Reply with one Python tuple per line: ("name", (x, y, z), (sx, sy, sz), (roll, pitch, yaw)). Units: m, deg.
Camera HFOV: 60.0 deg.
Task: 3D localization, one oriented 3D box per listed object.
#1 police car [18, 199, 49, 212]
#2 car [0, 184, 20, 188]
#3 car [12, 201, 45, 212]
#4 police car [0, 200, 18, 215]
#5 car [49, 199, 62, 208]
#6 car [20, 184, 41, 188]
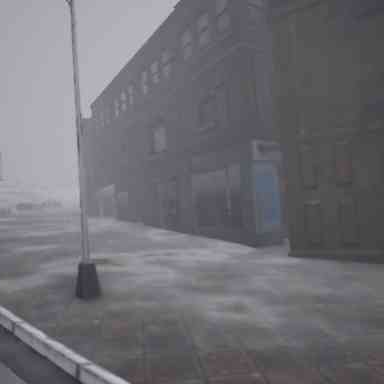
("police car", (-22.321, 1.775, 46.207), (1.930, 1.638, 5.238), (-4, 0, 0))
("car", (-44.128, -1.236, 78.478), (2.002, 1.452, 4.674), (-6, -4, 29))
("car", (-26.289, 2.241, 53.702), (2.033, 1.411, 5.357), (-5, -1, 7))
("police car", (-21.542, 1.759, 36.693), (1.930, 1.638, 5.238), (-4, 0, -10))
("car", (-22.025, 1.844, 51.817), (1.837, 1.490, 4.892), (-5, 0, 6))
("car", (-41.495, -1.199, 83.362), (2.097, 1.535, 5.008), (-6, -4, 28))
